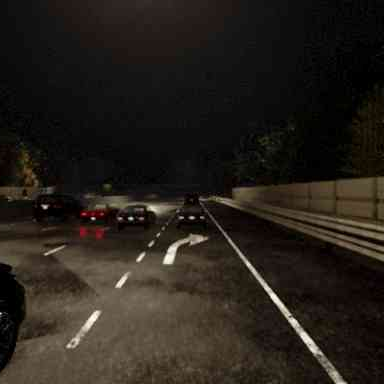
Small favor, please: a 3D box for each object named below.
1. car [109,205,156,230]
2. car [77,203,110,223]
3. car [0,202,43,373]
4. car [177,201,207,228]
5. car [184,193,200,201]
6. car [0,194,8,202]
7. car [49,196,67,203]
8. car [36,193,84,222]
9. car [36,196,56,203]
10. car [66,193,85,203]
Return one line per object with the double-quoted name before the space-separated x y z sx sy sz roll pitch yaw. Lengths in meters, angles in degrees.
"car" -3.407 1.533 21.059 2.033 1.411 5.357 0 0 0
"car" -6.905 1.586 25.505 1.895 1.301 4.718 0 0 0
"car" -3.401 1.220 2.306 2.150 2.045 5.566 0 0 0
"car" -0.005 1.533 21.759 2.033 1.411 5.357 0 0 0
"car" -0.012 1.224 48.471 2.150 2.045 5.566 0 0 0
"car" -21.092 1.211 33.919 2.150 2.045 5.566 0 0 0
"car" -28.018 1.532 69.560 1.812 1.442 4.674 0 0 0
"car" -10.405 1.206 26.258 2.150 2.045 5.566 0 0 0
"car" -31.519 1.538 72.018 2.128 1.511 4.902 0 0 0
"car" -24.518 1.171 70.102 2.150 2.045 5.566 0 0 0
